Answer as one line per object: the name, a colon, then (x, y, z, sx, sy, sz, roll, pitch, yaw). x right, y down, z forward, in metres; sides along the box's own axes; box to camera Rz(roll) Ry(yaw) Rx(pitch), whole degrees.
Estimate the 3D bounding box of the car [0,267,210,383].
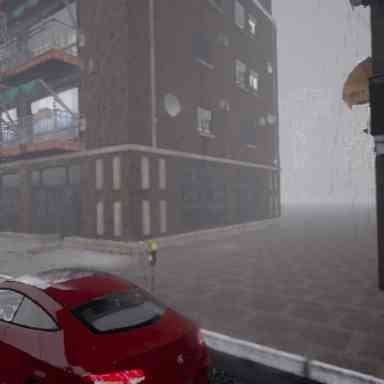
car: (-1.759, 1.624, 4.145, 4.206, 1.307, 1.802, -1, -1, 36)
